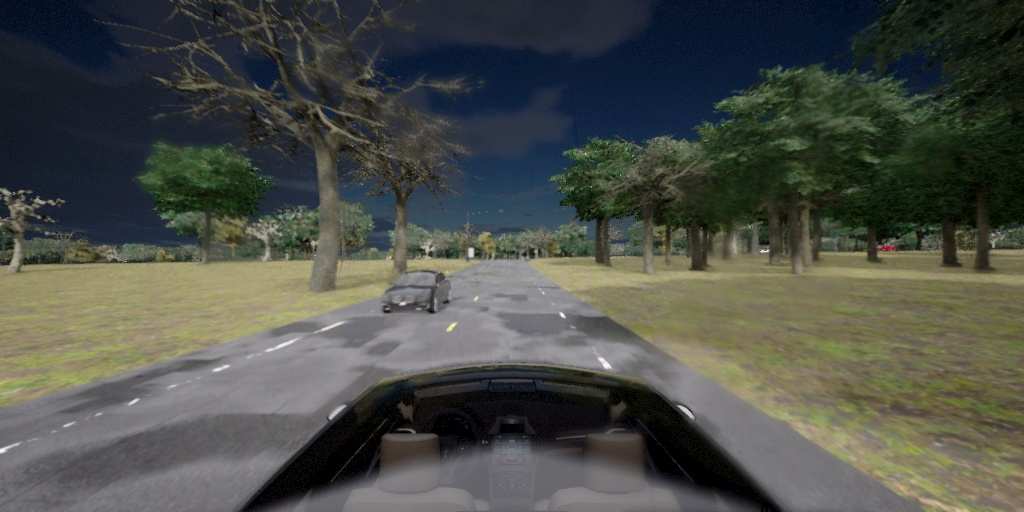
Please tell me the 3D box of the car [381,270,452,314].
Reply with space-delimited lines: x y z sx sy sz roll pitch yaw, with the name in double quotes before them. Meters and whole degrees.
"car" -3.594 1.327 14.232 1.837 1.490 4.892 0 0 0
